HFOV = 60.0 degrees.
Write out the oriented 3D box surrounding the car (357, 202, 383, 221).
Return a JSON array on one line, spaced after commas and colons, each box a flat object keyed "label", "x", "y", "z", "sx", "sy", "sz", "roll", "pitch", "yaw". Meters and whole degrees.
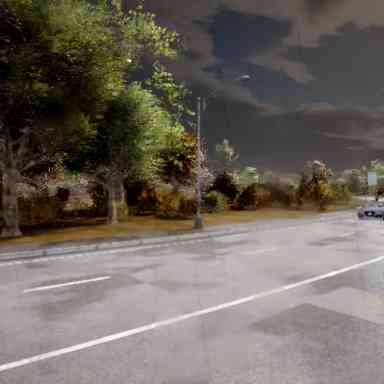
[{"label": "car", "x": 15.038, "y": 1.512, "z": 27.077, "sx": 1.994, "sy": 1.385, "sz": 4.181, "roll": 0, "pitch": 0, "yaw": 43}]
